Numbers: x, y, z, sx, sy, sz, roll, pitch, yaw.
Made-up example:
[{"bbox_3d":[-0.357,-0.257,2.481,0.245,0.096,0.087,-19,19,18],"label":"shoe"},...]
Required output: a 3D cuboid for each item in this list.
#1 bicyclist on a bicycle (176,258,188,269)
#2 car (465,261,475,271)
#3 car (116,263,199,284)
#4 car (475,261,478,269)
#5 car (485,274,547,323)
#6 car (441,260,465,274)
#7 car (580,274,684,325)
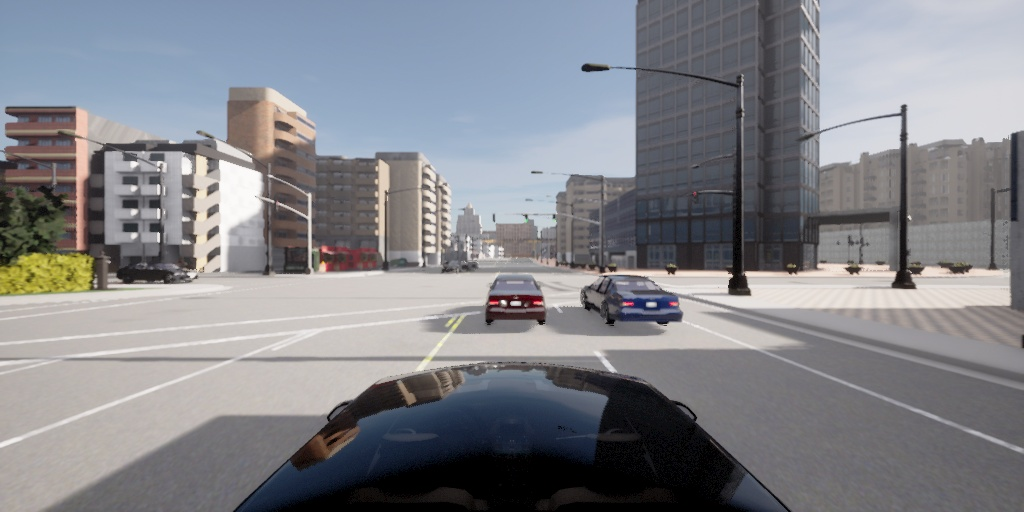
[{"bbox_3d":[-30.776,1.005,33.346,0.582,1.620,1.656,0,0,0],"label":"bicyclist on a bicycle"},{"bbox_3d":[-7.058,1.462,52.419,1.895,1.301,4.718,0,-1,0],"label":"car"},{"bbox_3d":[-25.426,1.221,25.827,4.902,1.511,2.128,0,0,1],"label":"car"},{"bbox_3d":[-7.025,1.573,62.599,1.895,1.301,4.718,0,-1,1],"label":"car"},{"bbox_3d":[0.098,1.317,12.146,2.033,1.411,5.357,0,0,0],"label":"car"},{"bbox_3d":[-7.069,1.283,42.335,1.837,1.490,4.892,0,0,0],"label":"car"},{"bbox_3d":[3.604,1.313,11.812,2.033,1.411,5.357,0,0,0],"label":"car"}]
